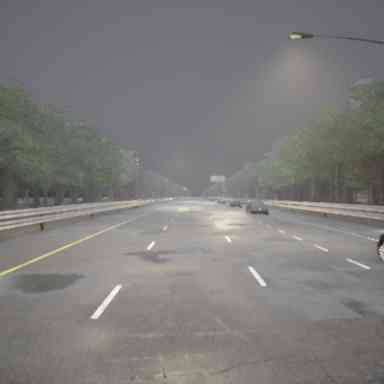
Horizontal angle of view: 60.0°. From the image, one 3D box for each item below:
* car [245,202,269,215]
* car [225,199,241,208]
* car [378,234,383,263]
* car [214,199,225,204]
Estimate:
[{"bbox_3d":[7.056,1.776,36.455,1.994,1.385,4.181,0,-1,0],"label":"car"},{"bbox_3d":[7.145,1.951,56.084,1.837,1.490,4.892,0,-1,0],"label":"car"},{"bbox_3d":[7.000,1.514,8.880,1.882,1.535,5.008,0,0,0],"label":"car"},{"bbox_3d":[7.347,2.354,83.937,1.994,1.385,4.181,0,-1,1],"label":"car"}]
